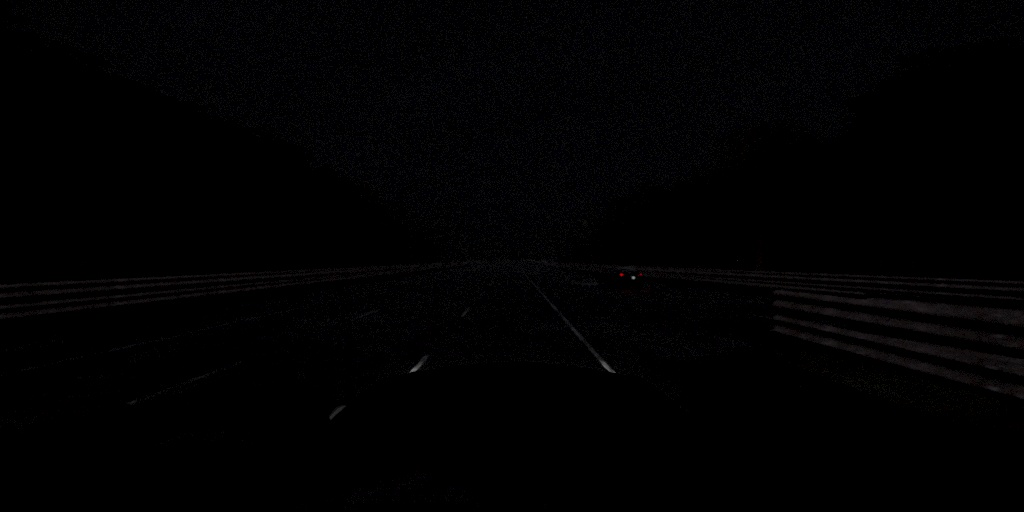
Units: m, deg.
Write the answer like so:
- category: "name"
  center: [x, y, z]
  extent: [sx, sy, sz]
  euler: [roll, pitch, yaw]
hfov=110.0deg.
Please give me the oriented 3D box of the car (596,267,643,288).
- category: "car"
  center: [8.012, 1.553, 27.115]
  extent: [2.163, 1.488, 4.792]
  euler: [0, 0, -10]
